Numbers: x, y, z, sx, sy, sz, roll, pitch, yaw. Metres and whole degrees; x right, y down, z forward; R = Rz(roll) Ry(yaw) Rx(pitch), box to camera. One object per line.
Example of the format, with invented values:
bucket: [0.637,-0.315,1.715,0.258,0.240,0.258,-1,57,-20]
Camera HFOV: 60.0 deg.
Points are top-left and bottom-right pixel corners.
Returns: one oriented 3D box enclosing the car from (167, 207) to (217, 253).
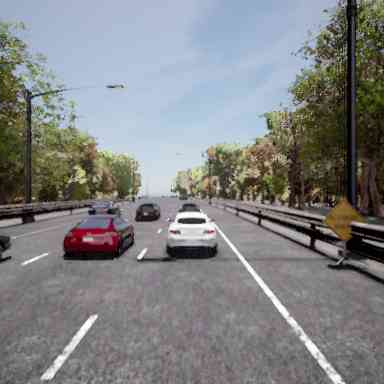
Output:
car: [-0.011,1.544,13.726,1.812,1.442,4.674,0,0,0]

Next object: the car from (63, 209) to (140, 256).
car: [-3.509,1.583,13.234,1.994,1.385,4.181,0,0,0]

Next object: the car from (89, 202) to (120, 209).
car: [-7.221,1.547,27.811,2.128,1.511,4.902,0,0,-1]

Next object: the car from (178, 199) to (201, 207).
car: [-0.237,1.582,28.884,1.812,1.442,4.674,0,0,-1]

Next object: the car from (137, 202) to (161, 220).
car: [-3.737,1.583,28.852,1.812,1.442,4.674,0,0,-1]

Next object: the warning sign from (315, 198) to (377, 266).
warning sign: [4.498,1.126,9.834,1.300,1.860,1.060,-1,-1,0]

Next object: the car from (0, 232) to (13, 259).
car: [-6.955,1.481,8.804,2.033,1.411,5.357,7,3,-1]
